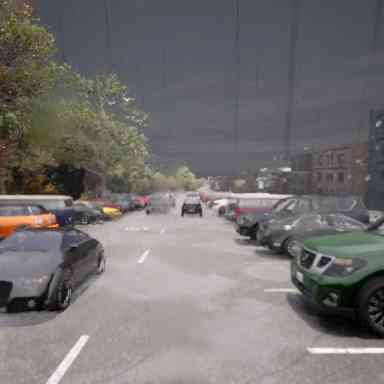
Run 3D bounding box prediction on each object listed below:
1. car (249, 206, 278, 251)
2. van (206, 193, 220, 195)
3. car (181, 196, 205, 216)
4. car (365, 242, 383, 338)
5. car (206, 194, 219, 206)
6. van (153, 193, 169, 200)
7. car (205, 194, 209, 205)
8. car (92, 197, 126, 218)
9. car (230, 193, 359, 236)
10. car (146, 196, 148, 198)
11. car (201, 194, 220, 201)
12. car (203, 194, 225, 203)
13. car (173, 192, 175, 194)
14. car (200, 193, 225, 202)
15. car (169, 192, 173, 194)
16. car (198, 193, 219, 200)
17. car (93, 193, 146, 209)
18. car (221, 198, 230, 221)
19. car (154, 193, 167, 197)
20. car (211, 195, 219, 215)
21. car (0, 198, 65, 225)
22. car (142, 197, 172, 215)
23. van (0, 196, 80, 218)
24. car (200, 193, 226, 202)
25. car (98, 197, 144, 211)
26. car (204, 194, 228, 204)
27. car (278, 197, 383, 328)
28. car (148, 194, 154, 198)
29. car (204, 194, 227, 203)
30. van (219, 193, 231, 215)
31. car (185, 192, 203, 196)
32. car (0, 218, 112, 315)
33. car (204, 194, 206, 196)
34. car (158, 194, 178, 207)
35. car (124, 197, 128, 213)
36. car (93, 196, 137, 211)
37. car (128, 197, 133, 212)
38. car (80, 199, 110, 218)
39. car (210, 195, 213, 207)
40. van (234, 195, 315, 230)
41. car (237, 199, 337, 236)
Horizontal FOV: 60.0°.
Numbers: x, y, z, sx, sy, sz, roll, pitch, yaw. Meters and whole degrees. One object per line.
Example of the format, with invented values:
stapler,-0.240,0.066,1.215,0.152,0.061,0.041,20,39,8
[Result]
car,4.737,1.414,11.646,4.892,1.521,2.231,0,0,0
van,4.790,1.191,50.891,4.442,1.987,1.878,0,0,0
car,-0.016,1.391,30.901,1.882,1.535,5.008,0,0,0
car,4.751,1.455,3.241,4.892,1.521,2.231,0,0,0
car,4.696,1.396,42.483,5.008,1.535,2.097,0,0,0
van,-8.608,1.298,92.348,4.442,1.987,1.878,0,0,0
car,4.650,1.439,48.086,4.792,1.488,2.163,0,0,0
car,-8.169,1.394,25.538,5.366,1.575,1.946,0,0,0
car,4.712,1.156,14.451,5.566,2.045,2.435,0,0,0
car,-8.385,1.437,42.125,4.674,1.452,2.002,0,0,0
car,4.579,1.370,81.726,4.553,1.767,2.185,0,0,0
car,4.665,1.341,70.513,4.553,1.767,2.185,0,0,0
car,-8.525,1.280,95.125,5.566,2.045,2.435,0,0,0
car,4.650,1.230,76.120,5.566,2.045,2.435,0,0,0
car,-8.509,1.258,86.798,5.566,2.045,2.435,0,0,0
car,4.615,1.273,92.940,5.566,2.045,2.435,0,0,0
car,-8.349,1.141,36.678,5.566,2.045,2.435,0,0,0
car,4.736,1.399,22.861,4.892,1.521,2.231,0,0,0
car,-8.457,1.475,72.918,4.892,1.521,2.231,0,0,0
car,4.713,1.392,34.078,4.892,1.521,2.231,0,0,0
car,-8.308,1.282,14.400,4.553,1.767,2.185,0,0,0
car,-3.296,1.477,32.319,1.994,1.385,4.181,0,0,0
van,-8.458,1.176,17.181,4.442,1.987,1.878,0,0,0
car,4.656,1.223,73.317,5.566,2.045,2.435,0,0,0
car,-8.377,1.394,39.464,5.008,1.535,2.097,0,0,0
car,4.614,1.327,64.906,4.553,1.767,2.185,0,0,0
car,4.716,1.186,6.041,5.566,2.045,2.435,0,0,0
car,-8.365,1.151,45.033,5.566,2.045,2.435,0,0,0
car,4.671,1.334,67.710,4.553,1.767,2.185,0,0,0
van,4.609,1.171,25.663,4.442,1.987,1.878,0,0,0
car,-0.048,1.144,46.045,2.150,2.045,5.566,0,0,-2
car,-3.350,1.515,7.439,1.994,1.385,4.181,0,0,0
car,4.697,1.454,53.693,4.792,1.488,2.163,0,0,0
car,-3.315,1.431,47.892,2.128,1.511,4.902,0,0,0
car,-8.354,1.395,28.324,5.008,1.535,2.097,0,0,0
car,-8.400,1.421,33.894,4.792,1.488,2.163,0,0,0
car,-8.336,1.423,31.109,4.792,1.488,2.163,0,0,0
car,-8.347,1.439,22.753,4.674,1.452,2.002,0,0,0
car,4.732,1.421,36.875,4.792,1.488,2.163,0,0,0
van,4.850,1.174,20.056,4.442,1.987,1.878,0,0,0
car,4.770,1.276,17.252,4.553,1.767,2.185,0,0,0
